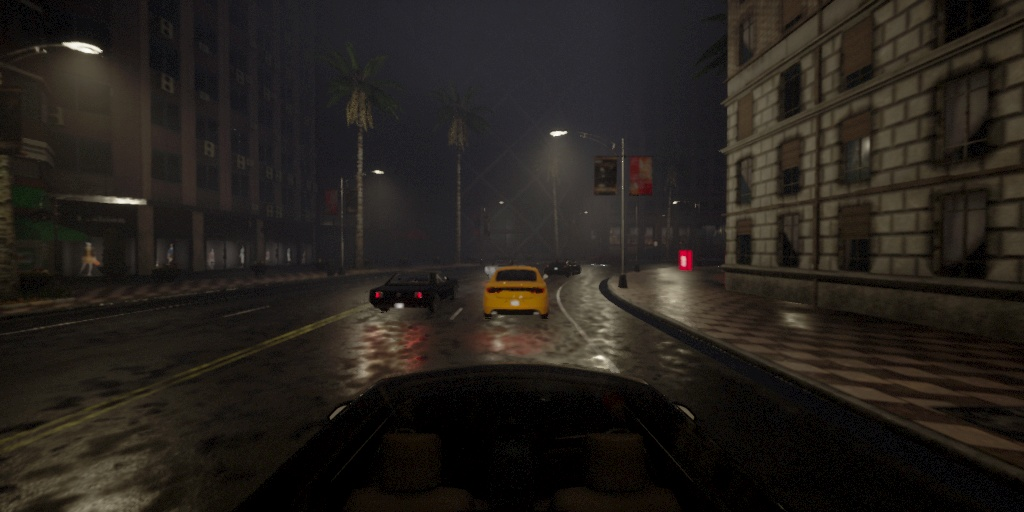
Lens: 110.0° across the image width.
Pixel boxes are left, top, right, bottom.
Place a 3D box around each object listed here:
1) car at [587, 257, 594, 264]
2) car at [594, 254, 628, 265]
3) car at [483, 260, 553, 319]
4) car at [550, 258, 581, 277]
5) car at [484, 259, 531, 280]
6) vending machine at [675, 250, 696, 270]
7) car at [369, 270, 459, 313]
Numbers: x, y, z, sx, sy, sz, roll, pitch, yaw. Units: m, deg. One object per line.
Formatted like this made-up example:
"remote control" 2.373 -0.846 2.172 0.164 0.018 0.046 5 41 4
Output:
"car" 13.401 0.426 53.269 4.674 1.442 1.812 -1 1 -27
"car" 14.028 0.524 49.624 4.181 1.385 1.994 -1 1 -29
"car" 0.204 1.057 12.066 1.882 1.535 5.008 0 1 3
"car" 4.090 0.877 28.259 1.994 1.385 4.181 0 1 25
"car" -0.235 0.933 27.127 1.895 1.301 4.718 0 1 21
"vending machine" 16.285 0.416 33.700 1.100 2.100 0.880 0 0 45
"car" -3.251 1.166 12.983 1.895 1.301 4.718 0 1 3
